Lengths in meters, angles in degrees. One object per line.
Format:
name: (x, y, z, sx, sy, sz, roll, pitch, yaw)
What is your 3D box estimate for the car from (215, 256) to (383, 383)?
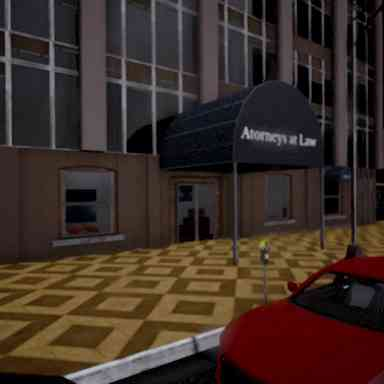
car: (2.313, 1.547, 4.081, 4.507, 1.381, 1.887, 0, -1, -35)

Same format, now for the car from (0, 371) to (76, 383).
car: (-2.325, 1.564, 0.795, 4.313, 1.339, 1.947, 0, -1, -35)
